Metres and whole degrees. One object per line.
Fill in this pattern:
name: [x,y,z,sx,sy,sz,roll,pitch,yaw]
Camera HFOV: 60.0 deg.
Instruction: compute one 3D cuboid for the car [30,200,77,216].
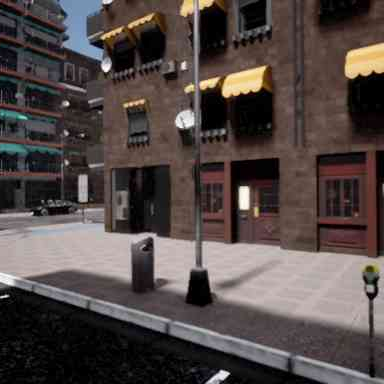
car: [-12.903,1.474,31.199,1.947,1.339,4.313,0,1,35]
